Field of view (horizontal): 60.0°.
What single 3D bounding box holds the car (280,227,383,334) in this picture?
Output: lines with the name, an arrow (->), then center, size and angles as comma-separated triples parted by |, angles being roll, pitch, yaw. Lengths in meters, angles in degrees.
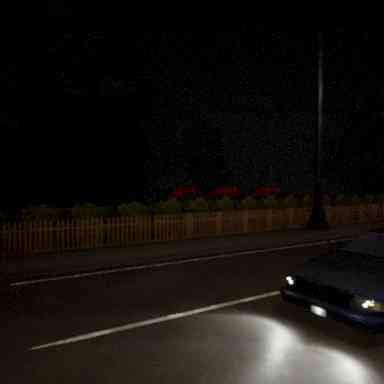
car -> 4.229, 1.421, 6.502 | 5.357, 1.411, 2.033 | -1, 1, -31
